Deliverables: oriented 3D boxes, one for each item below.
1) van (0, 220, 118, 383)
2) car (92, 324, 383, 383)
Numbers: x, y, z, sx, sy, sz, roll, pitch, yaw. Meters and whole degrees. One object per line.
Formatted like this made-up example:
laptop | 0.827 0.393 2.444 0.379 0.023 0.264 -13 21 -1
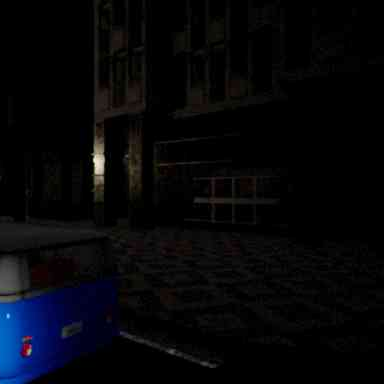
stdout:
van | -2.878 1.345 4.897 3.998 1.788 1.690 0 0 36
car | 1.713 1.565 1.624 4.313 1.339 1.947 0 0 35
